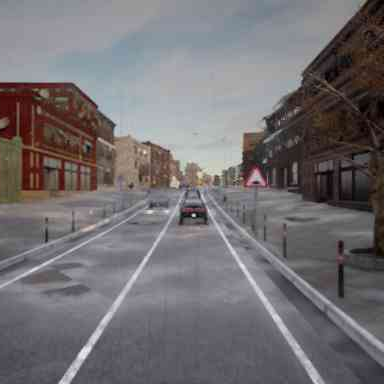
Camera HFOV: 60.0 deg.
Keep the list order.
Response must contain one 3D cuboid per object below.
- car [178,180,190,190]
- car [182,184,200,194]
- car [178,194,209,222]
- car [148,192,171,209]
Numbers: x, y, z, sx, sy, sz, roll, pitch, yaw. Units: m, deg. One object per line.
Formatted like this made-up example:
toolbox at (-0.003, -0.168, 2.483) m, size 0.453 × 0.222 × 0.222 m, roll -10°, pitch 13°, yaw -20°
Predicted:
car at (-1.736, -1.565, 74.338) m, size 2.150 × 2.045 × 5.566 m, roll 0°, pitch 2°, yaw 5°
car at (0.099, 0.217, 41.664) m, size 2.033 × 1.649 × 4.856 m, roll 0°, pitch 4°, yaw 0°
car at (0.098, 1.159, 23.503) m, size 1.837 × 1.490 × 4.892 m, roll 0°, pitch 2°, yaw 0°
car at (-3.096, 0.800, 32.517) m, size 1.837 × 1.490 × 4.892 m, roll 0°, pitch 3°, yaw 0°
